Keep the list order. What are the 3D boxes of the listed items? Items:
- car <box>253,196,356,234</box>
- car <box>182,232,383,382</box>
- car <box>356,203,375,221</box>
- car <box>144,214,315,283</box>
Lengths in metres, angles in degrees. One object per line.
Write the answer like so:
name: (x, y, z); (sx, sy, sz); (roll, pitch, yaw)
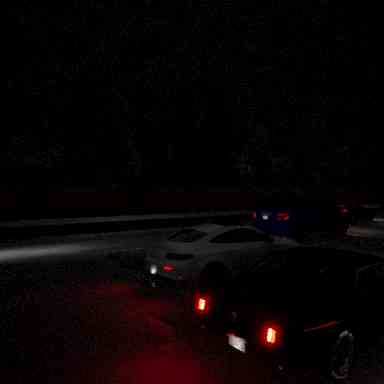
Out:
car: (5.398, 1.219, 16.295); (5.566, 2.045, 2.150); (0, 0, -36)
car: (2.362, 1.600, 5.453); (4.718, 1.301, 1.895); (0, 0, -36)
car: (12.171, 1.524, 25.539); (4.674, 1.442, 1.812); (1, 0, -36)
car: (1.005, 1.525, 8.796); (4.674, 1.442, 1.812); (0, 0, -36)
